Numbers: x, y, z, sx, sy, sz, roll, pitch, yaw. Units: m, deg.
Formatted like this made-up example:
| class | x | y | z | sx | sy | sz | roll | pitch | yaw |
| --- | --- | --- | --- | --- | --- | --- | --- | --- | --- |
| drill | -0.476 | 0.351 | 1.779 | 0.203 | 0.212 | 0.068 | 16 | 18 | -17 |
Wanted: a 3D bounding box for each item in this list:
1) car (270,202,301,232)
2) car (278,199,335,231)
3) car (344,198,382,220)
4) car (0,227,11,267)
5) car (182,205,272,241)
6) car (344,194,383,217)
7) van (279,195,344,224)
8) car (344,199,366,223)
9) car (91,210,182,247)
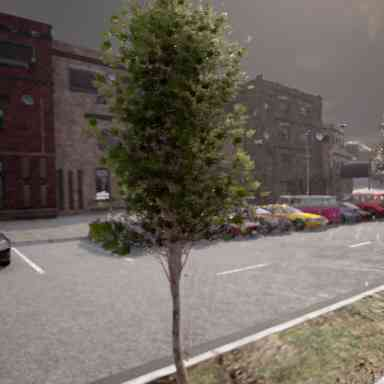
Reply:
| class | x | y | z | sx | sy | sz | roll | pitch | yaw |
| --- | --- | --- | --- | --- | --- | --- | --- | --- | --- |
| car | 3.585 | 1.524 | 19.397 | 2.002 | 1.452 | 4.674 | 0 | 0 | -39 |
| car | 5.811 | 1.472 | 20.987 | 1.946 | 1.575 | 5.366 | 0 | 0 | -40 |
| car | 11.830 | 1.471 | 26.358 | 2.163 | 1.488 | 4.792 | 0 | 0 | -41 |
| car | -7.297 | 1.527 | 10.942 | 2.163 | 1.488 | 4.792 | 0 | 0 | -36 |
| car | 1.479 | 1.520 | 17.657 | 2.163 | 1.488 | 4.792 | 0 | 0 | -38 |
| car | 13.821 | 1.174 | 28.220 | 2.435 | 2.045 | 5.566 | 0 | 0 | -42 |
| van | 7.707 | 1.241 | 22.978 | 1.878 | 1.987 | 4.442 | 0 | 0 | -40 |
| car | 9.845 | 1.494 | 24.654 | 2.002 | 1.452 | 4.674 | 0 | 0 | -40 |
| car | -2.837 | 1.498 | 14.311 | 2.231 | 1.521 | 4.892 | 0 | 0 | -37 |
